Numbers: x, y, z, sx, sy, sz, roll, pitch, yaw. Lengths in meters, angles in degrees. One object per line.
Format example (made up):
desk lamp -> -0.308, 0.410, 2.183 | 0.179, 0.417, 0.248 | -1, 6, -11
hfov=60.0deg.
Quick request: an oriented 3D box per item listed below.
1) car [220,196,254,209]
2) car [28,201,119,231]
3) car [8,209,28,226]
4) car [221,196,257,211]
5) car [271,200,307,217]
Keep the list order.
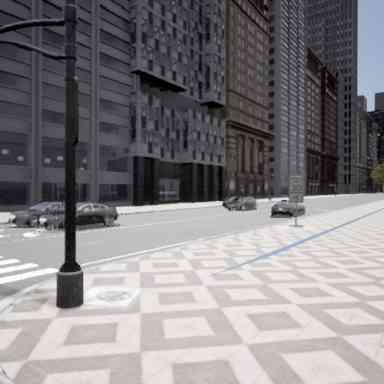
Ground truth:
car -> 5.798, 1.272, 42.251 | 2.033, 1.411, 5.357 | 0, 0, 36
car -> -6.552, 1.388, 19.621 | 2.128, 1.511, 4.902 | 0, 1, 35
car -> -9.172, 1.378, 21.527 | 2.128, 1.511, 4.902 | 0, 1, 37
car -> 5.495, 1.272, 36.301 | 1.837, 1.490, 4.892 | 0, 0, 36
car -> 8.496, 1.379, 29.030 | 1.994, 1.385, 4.181 | 0, 0, 36
